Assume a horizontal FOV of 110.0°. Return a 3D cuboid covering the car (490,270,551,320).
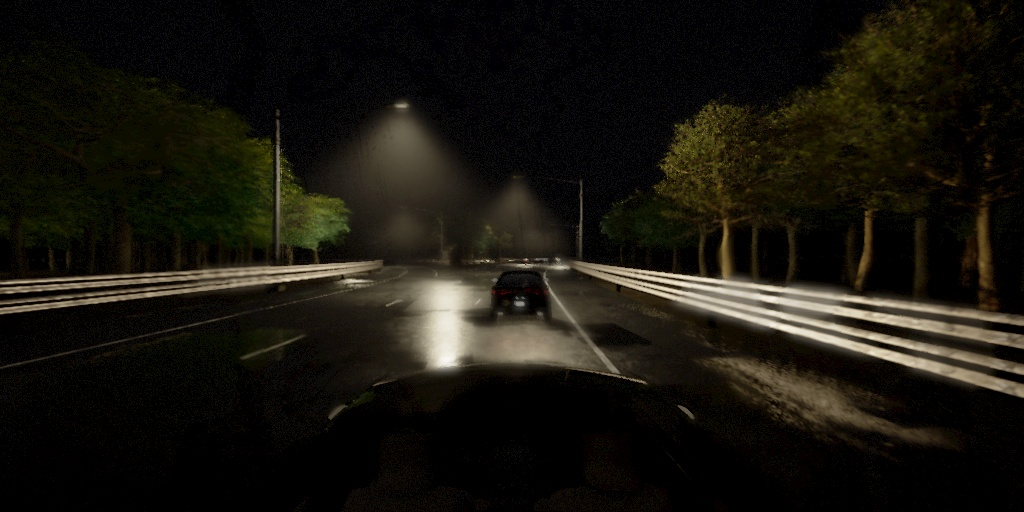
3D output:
[{"bbox_3d":[0.307,1.228,12.733,1.882,1.535,5.008,0,0,2],"label":"car"}]
